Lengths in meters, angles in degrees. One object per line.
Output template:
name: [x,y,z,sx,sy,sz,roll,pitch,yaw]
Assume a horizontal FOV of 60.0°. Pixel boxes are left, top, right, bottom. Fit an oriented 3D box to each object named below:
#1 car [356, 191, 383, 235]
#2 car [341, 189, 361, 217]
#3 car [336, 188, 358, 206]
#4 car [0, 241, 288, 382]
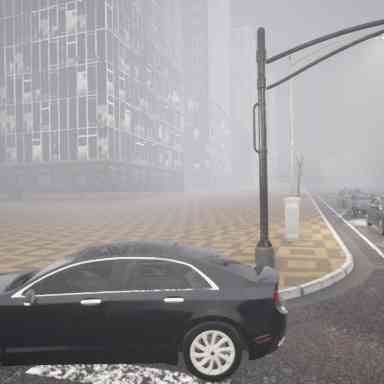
car: [8.882,0.928,14.489,2.128,1.511,4.902,-1,2,18]
car: [10.895,0.759,20.794,1.994,1.385,4.181,-1,2,17]
car: [12.855,0.454,26.870,2.128,1.511,4.902,-1,2,18]
car: [-1.153,1.505,4.795,4.892,1.490,1.837,0,0,0]
